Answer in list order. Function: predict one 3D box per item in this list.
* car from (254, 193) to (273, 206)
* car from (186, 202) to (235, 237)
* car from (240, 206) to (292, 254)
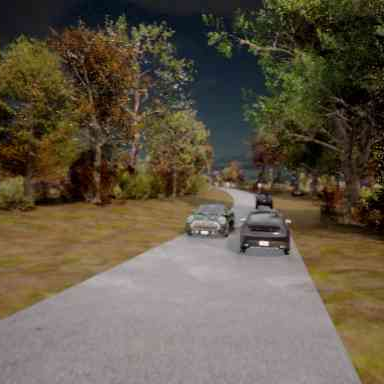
[{"bbox_3d":[9.429,1.141,43.806,2.150,2.045,5.566,0,1,10],"label":"car"},{"bbox_3d":[1.125,1.367,18.149,2.097,1.767,4.553,1,0,13],"label":"car"},{"bbox_3d":[3.076,1.553,13.994,1.837,1.490,4.892,1,0,13],"label":"car"}]
